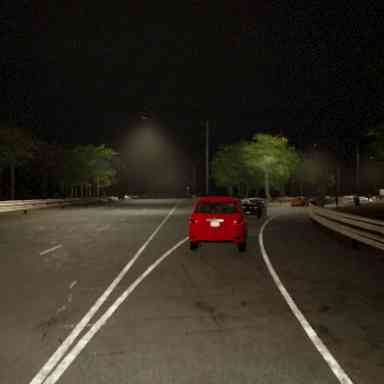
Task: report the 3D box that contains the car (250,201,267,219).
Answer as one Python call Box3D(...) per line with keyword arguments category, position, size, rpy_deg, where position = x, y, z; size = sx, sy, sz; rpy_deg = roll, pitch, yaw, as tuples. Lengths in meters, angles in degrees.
Box3D(category="car", position=(5.562, 1.520, 29.948), size=(2.128, 1.511, 4.902), rpy_deg=(0, 0, 21))

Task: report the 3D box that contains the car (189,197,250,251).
Box3D(category="car", position=(1.293, 1.233, 14.405), size=(2.150, 2.045, 5.566), rpy_deg=(0, 0, 10))

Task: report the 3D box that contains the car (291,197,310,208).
Box3D(category="car", position=(16.646, 1.535, 50.318), size=(1.882, 1.535, 5.008), rpy_deg=(0, 0, 37))
